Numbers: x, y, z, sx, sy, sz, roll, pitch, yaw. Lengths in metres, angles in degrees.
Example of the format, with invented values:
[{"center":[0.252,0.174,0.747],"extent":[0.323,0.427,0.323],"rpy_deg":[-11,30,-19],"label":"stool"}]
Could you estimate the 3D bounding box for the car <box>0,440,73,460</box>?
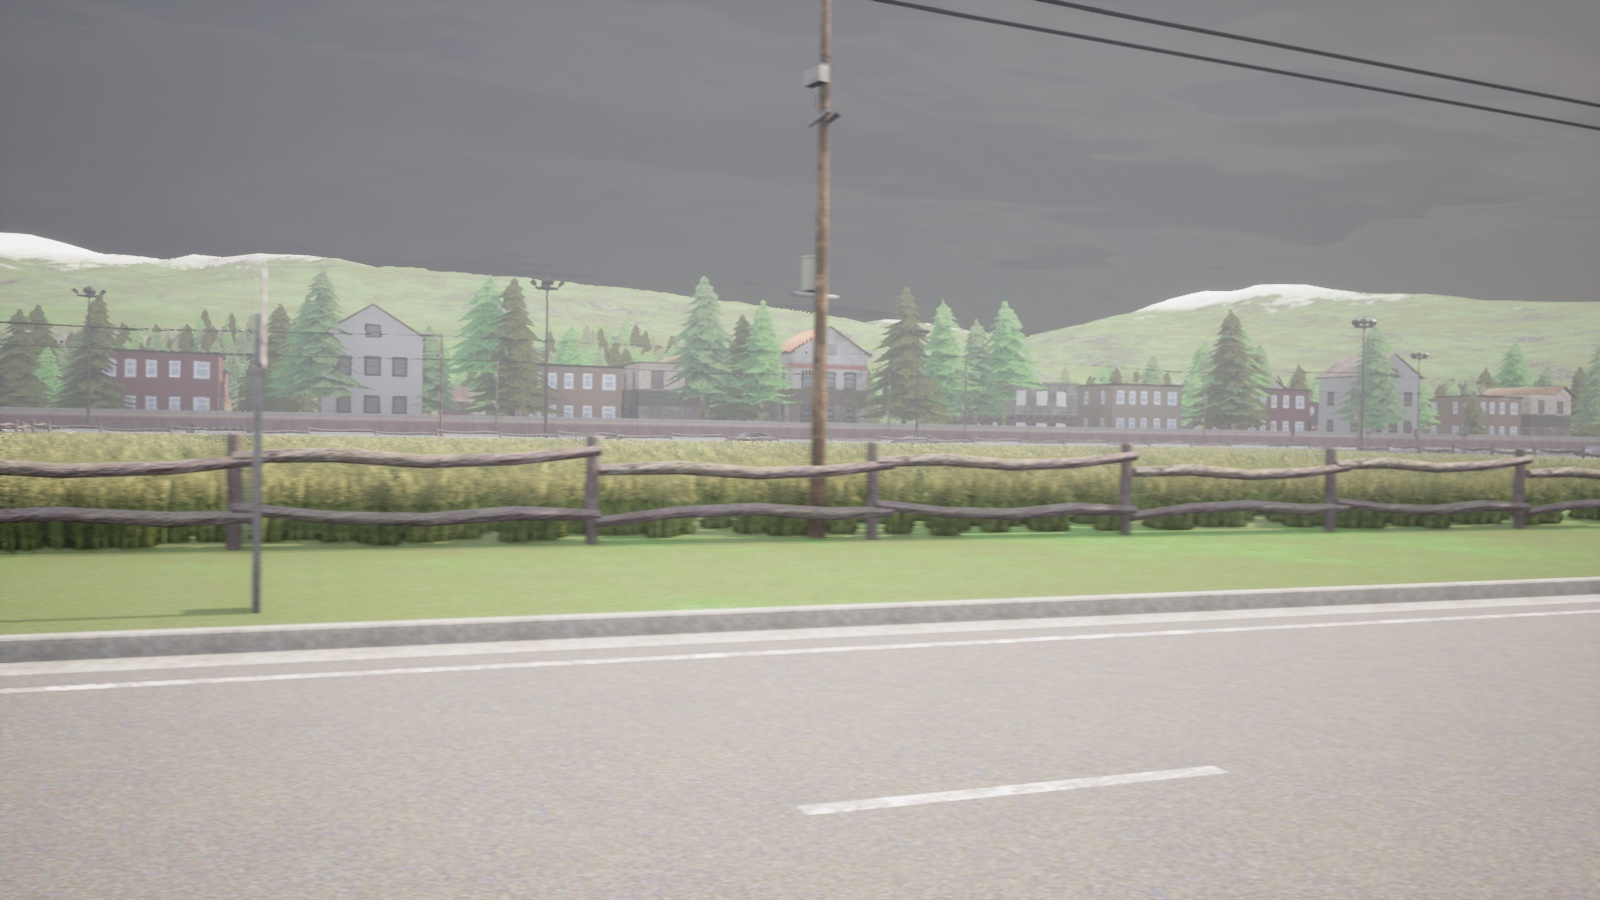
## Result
[{"center":[-51.210,-0.008,83.477],"extent":[4.718,1.301,1.895],"rpy_deg":[-1,1,-21],"label":"car"}]
